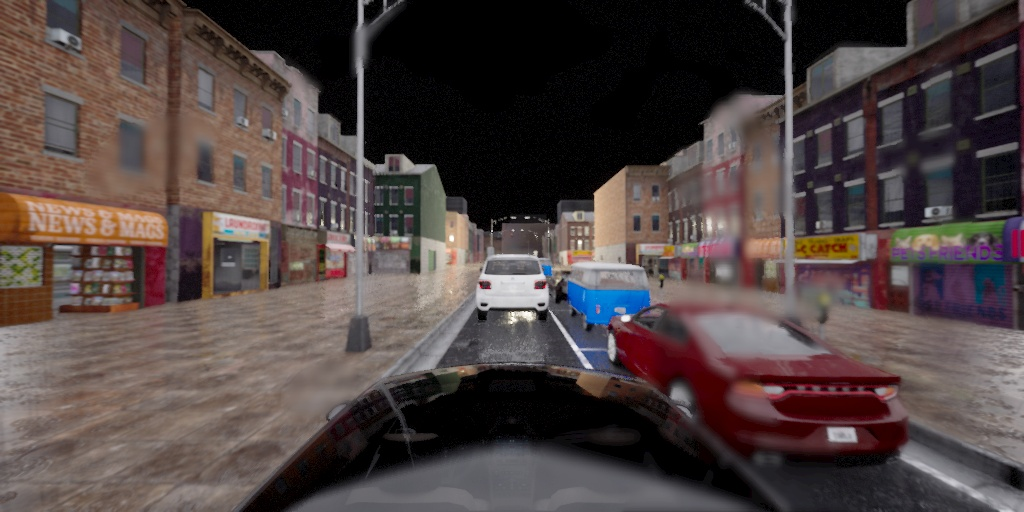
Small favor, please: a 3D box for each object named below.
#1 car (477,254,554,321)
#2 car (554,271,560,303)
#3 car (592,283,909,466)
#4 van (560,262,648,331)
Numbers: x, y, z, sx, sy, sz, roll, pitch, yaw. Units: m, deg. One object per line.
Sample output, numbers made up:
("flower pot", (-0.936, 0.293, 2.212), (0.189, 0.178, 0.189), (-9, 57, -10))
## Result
("car", (0.010, 0.965, 12.612), (2.150, 2.045, 5.566), (0, 0, 0))
("car", (2.634, 1.307, 16.185), (1.948, 1.339, 4.313), (0, 0, 0))
("car", (2.637, 1.293, 5.103), (1.888, 1.381, 4.507), (0, 0, 0))
("van", (2.636, 1.085, 10.644), (1.690, 1.789, 3.998), (0, 0, 0))
